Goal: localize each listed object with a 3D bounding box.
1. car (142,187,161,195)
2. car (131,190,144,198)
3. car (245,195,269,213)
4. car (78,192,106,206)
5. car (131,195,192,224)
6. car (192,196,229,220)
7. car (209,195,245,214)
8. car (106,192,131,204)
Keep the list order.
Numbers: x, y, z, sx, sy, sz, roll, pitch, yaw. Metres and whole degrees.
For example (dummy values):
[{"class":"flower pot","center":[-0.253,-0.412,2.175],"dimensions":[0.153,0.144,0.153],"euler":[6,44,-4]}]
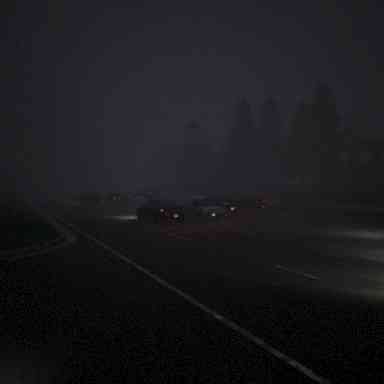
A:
[{"class":"car","center":[-6.626,0.306,50.903],"dimensions":[2.150,2.045,5.566],"euler":[0,1,-29]},{"class":"car","center":[-8.956,0.722,47.899],"dimensions":[1.895,1.301,4.718],"euler":[0,1,-29]},{"class":"car","center":[4.878,1.006,30.308],"dimensions":[2.128,1.511,4.902],"euler":[0,1,-29]},{"class":"car","center":[-11.982,0.731,38.960],"dimensions":[1.882,1.535,5.008],"euler":[0,1,-29]},{"class":"car","center":[-2.055,1.150,21.188],"dimensions":[1.812,1.442,4.674],"euler":[0,1,-29]},{"class":"car","center":[0.347,1.192,24.065],"dimensions":[1.895,1.301,4.718],"euler":[0,1,-29]},{"class":"car","center":[2.002,1.034,28.281],"dimensions":[1.837,1.490,4.892],"euler":[0,1,-29]},{"class":"car","center":[-9.996,0.752,42.582],"dimensions":[2.033,1.411,5.357],"euler":[0,1,-29]}]
